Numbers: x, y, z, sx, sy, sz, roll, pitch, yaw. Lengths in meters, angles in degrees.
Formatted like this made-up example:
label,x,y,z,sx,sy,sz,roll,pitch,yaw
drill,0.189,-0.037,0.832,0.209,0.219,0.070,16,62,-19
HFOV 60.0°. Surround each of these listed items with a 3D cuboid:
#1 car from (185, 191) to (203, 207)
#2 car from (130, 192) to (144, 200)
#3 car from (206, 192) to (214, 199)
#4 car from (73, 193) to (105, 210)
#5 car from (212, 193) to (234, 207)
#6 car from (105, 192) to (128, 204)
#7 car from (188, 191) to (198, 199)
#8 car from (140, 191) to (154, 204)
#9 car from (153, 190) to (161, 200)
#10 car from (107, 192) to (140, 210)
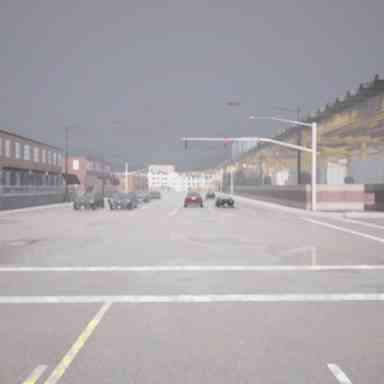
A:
label,x,y,z,sx,sy,sz,roll,pitch,yaw
car,0.190,0.795,39.757,2.097,1.767,4.553,0,1,0
car,-10.391,0.681,62.951,1.994,1.385,4.181,0,1,1
car,3.648,0.643,64.639,2.033,1.411,5.357,0,1,0
car,-10.516,0.872,34.207,2.097,1.767,4.553,0,1,0
car,3.686,1.061,38.491,1.895,1.301,4.718,0,1,0
car,-10.501,0.835,46.567,2.128,1.511,4.902,0,1,-1
car,0.155,0.585,65.767,1.837,1.490,4.892,0,1,0
car,-6.978,0.867,47.045,1.812,1.442,4.674,0,1,0
car,-6.908,0.490,61.612,2.097,1.767,4.553,0,1,1
car,-7.016,0.870,34.328,2.097,1.767,4.553,0,1,0
